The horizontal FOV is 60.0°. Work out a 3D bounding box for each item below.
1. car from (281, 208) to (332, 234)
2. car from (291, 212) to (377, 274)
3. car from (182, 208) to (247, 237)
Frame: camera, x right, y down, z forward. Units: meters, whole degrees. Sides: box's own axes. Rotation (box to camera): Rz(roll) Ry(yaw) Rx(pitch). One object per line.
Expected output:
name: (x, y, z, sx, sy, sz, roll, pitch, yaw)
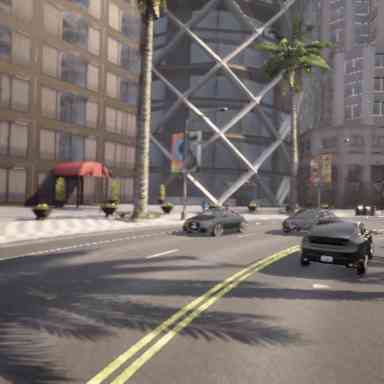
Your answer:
car: (7.198, 1.741, 20.029, 1.837, 1.490, 4.892, 1, -1, 45)
car: (5.054, 1.668, 11.400, 1.837, 1.490, 4.892, 1, 0, 32)
car: (1.344, 1.621, 18.454, 1.994, 1.385, 4.181, 2, 0, 39)
